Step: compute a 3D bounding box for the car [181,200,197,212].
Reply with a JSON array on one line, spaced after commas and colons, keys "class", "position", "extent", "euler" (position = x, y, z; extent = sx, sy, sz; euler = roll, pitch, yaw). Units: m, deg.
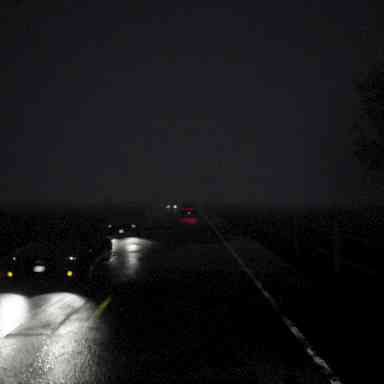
[{"class": "car", "position": [-0.432, 1.942, 47.367], "extent": [2.128, 1.511, 4.902], "euler": [0, 0, -1]}]

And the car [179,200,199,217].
[{"class": "car", "position": [-0.296, 1.840, 35.379], "extent": [1.837, 1.490, 4.892], "euler": [0, 0, -1]}]

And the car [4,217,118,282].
[{"class": "car", "position": [-3.706, 1.673, 9.967], "extent": [1.994, 1.385, 4.181], "euler": [0, -1, -2]}]

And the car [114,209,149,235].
[{"class": "car", "position": [-3.811, 1.756, 20.538], "extent": [2.033, 1.411, 5.357], "euler": [0, -1, 0]}]

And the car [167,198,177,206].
[{"class": "car", "position": [-4.324, 2.195, 72.510], "extent": [1.837, 1.490, 4.892], "euler": [0, -1, -1]}]
